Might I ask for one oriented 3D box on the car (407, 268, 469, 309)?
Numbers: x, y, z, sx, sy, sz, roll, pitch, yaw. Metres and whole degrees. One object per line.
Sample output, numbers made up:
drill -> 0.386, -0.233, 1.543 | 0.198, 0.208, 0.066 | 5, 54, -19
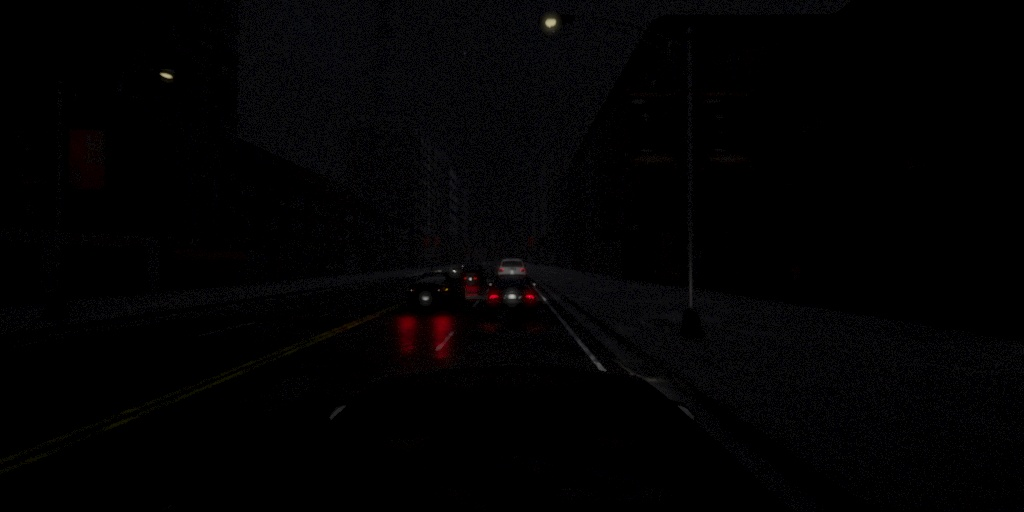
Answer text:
car -> -3.225, 1.420, 15.753 | 1.812, 1.442, 4.674 | 0, 0, 0

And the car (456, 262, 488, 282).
car -> -3.225, 1.557, 30.355 | 1.837, 1.490, 4.892 | 0, 0, 0

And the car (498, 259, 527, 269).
car -> 0.016, 1.264, 29.443 | 2.150, 2.045, 5.566 | 0, 0, 0

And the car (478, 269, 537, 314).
car -> 0.012, 1.428, 14.391 | 2.033, 1.411, 5.357 | 0, -1, 0
